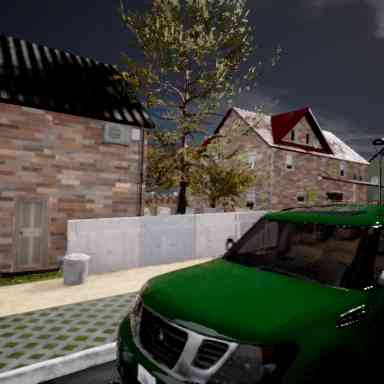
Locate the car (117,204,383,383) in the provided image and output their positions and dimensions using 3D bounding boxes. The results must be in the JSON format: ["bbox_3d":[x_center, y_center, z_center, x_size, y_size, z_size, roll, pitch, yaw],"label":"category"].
[{"bbox_3d":[1.871,1.225,4.399,5.566,2.045,2.150,0,0,-35],"label":"car"}]
